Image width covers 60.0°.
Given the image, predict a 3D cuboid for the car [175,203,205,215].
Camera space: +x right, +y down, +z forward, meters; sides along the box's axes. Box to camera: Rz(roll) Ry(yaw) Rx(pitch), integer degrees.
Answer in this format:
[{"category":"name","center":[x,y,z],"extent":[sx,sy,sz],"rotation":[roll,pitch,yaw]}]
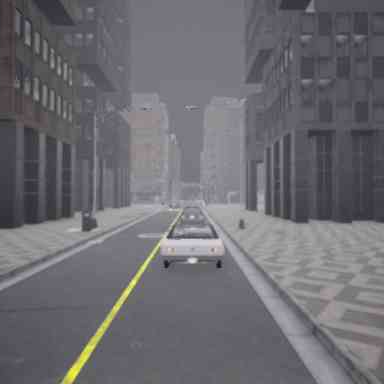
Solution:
[{"category":"car","center":[0.017,1.790,25.268],"extent":[2.033,1.411,5.357],"rotation":[0,-1,0]}]

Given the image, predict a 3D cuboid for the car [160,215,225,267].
[{"category":"car","center":[0.033,1.712,11.792],"extent":[1.895,1.301,4.718],"rotation":[0,-1,1]}]

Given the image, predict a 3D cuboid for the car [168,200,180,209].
[{"category":"car","center":[-3.060,2.125,58.243],"extent":[2.128,1.511,4.902],"rotation":[0,-1,1]}]
